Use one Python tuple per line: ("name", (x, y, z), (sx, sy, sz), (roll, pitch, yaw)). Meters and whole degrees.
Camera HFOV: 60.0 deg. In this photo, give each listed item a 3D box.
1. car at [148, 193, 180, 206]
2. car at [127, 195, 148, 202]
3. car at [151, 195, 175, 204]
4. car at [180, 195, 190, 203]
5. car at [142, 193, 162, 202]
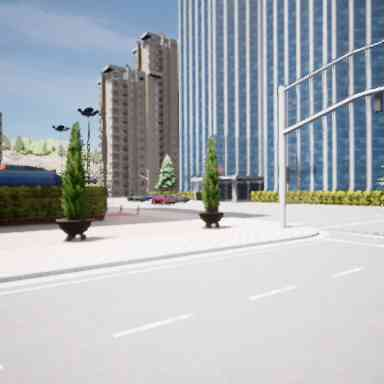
("car", (-4.326, 1.266, 50.505), (1.882, 1.535, 5.008), (-1, 0, -36))
("car", (-11.181, 1.362, 66.094), (1.895, 1.301, 4.718), (-1, 0, -36))
("car", (-5.101, 1.263, 57.779), (1.837, 1.490, 4.892), (-1, 0, -35))
("car", (-2.577, 1.278, 60.271), (2.033, 1.411, 5.357), (-1, 0, -36))
("car", (-8.312, 1.081, 68.095), (2.097, 1.767, 4.553), (-1, 0, -36))
